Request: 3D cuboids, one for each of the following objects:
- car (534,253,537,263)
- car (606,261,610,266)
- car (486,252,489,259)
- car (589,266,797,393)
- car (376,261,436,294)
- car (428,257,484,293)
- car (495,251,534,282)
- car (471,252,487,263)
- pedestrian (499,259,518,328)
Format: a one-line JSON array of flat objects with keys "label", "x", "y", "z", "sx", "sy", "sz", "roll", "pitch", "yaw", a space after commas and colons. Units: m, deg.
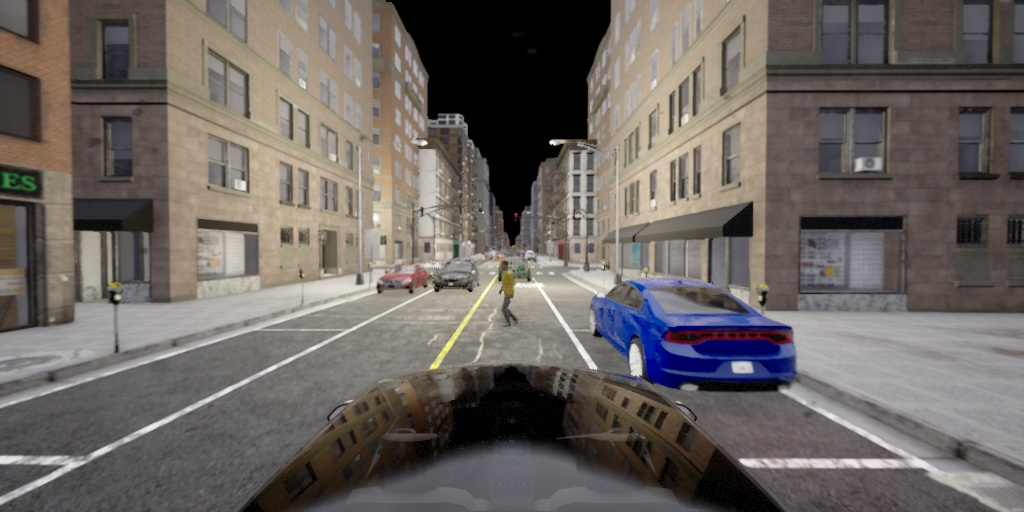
[{"label": "car", "x": 3.000, "y": 0.381, "z": 55.757, "sx": 2.007, "sy": 1.370, "sz": 4.403, "roll": 0, "pitch": 0, "yaw": 0}, {"label": "car", "x": 12.179, "y": 0.797, "z": 35.639, "sx": 5.357, "sy": 1.411, "sz": 2.033, "roll": 0, "pitch": 1, "yaw": -1}, {"label": "car", "x": -5.036, "y": 0.352, "z": 55.639, "sx": 1.751, "sy": 1.417, "sz": 4.829, "roll": 0, "pitch": 0, "yaw": 0}, {"label": "car", "x": 2.783, "y": 1.144, "z": 6.779, "sx": 1.882, "sy": 1.535, "sz": 5.008, "roll": 0, "pitch": 1, "yaw": 0}, {"label": "car", "x": -5.281, "y": 1.057, "z": 17.852, "sx": 1.802, "sy": 1.307, "sz": 4.207, "roll": 0, "pitch": 0, "yaw": 0}, {"label": "car", "x": -2.720, "y": 0.970, "z": 18.494, "sx": 1.837, "sy": 1.490, "sz": 4.892, "roll": 0, "pitch": 1, "yaw": 1}, {"label": "car", "x": 0.192, "y": 0.719, "z": 24.323, "sx": 2.097, "sy": 1.767, "sz": 4.553, "roll": 0, "pitch": 1, "yaw": 1}, {"label": "car", "x": -5.066, "y": 0.470, "z": 50.404, "sx": 2.007, "sy": 1.370, "sz": 4.403, "roll": 0, "pitch": 0, "yaw": 0}, {"label": "pedestrian", "x": -0.126, "y": 0.916, "z": 9.282, "sx": 0.375, "sy": 1.860, "sz": 0.375, "roll": 0, "pitch": 1, "yaw": -10}]
